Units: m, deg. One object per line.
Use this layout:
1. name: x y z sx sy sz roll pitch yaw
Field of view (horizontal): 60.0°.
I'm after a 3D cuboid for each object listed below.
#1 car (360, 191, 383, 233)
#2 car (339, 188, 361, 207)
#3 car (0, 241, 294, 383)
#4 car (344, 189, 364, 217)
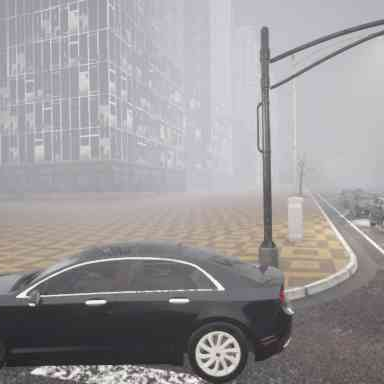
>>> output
1. car: 8.995 0.928 14.422 2.128 1.511 4.902 -1 2 18
2. car: 13.025 0.454 26.784 2.128 1.511 4.902 -1 2 18
3. car: -1.085 1.505 4.775 4.892 1.490 1.837 0 0 0
4. car: 11.037 0.759 20.718 1.994 1.385 4.181 -1 2 17
